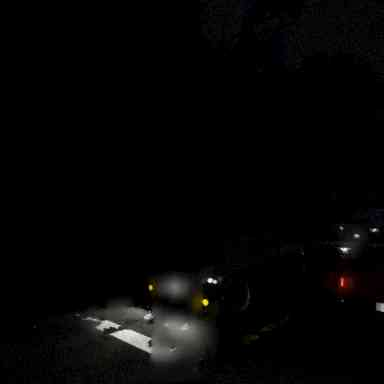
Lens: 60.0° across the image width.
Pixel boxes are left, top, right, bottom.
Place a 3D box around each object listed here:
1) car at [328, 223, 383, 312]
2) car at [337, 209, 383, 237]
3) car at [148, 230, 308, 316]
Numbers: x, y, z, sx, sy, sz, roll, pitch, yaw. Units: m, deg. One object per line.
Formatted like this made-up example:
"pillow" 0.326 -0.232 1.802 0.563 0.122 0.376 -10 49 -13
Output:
"car" 4.621 1.596 7.070 1.895 1.301 4.718 -1 -1 41
"car" 9.110 1.572 16.853 2.033 1.411 5.357 -1 -1 41
"car" 1.017 1.603 7.717 1.994 1.385 4.181 -1 -1 42
